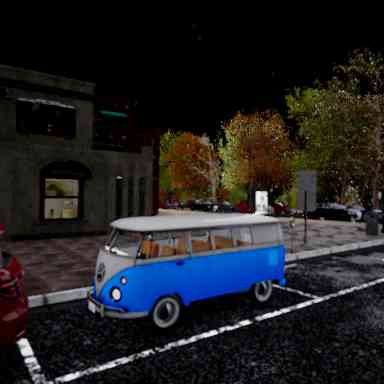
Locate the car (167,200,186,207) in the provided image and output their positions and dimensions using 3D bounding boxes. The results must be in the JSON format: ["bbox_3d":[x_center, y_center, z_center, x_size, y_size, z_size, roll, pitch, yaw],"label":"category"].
[{"bbox_3d":[-3.256,2.327,68.032,1.812,1.442,4.674,1,-1,-34],"label":"car"}]

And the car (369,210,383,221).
[{"bbox_3d":[14.678,1.857,29.844,1.895,1.301,4.718,1,-1,-34],"label":"car"}]

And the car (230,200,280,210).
[{"bbox_3d":[6.692,1.649,35.838,2.097,1.767,4.553,1,-1,-34],"label":"car"}]

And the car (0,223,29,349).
[{"bbox_3d":[-4.416,1.307,3.395,5.009,1.841,2.192,0,1,-35],"label":"car"}]

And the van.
[{"bbox_3d":[0.089,1.358,6.622,3.998,1.788,1.690,0,1,-35],"label":"van"}]

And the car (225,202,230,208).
[{"bbox_3d":[4.138,1.997,45.389,2.033,1.411,5.357,1,-1,-34],"label":"car"}]

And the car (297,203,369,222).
[{"bbox_3d":[11.841,1.693,28.220,2.128,1.511,4.902,1,-1,-34],"label":"car"}]

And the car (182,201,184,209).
[{"bbox_3d":[-1.780,2.107,54.181,2.033,1.411,5.357,1,-1,-34],"label":"car"}]

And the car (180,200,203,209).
[{"bbox_3d":[-0.166,2.165,57.738,1.812,1.442,4.674,1,-1,-34],"label":"car"}]

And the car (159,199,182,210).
[{"bbox_3d":[-3.973,1.846,51.622,2.097,1.767,4.553,1,-1,-34],"label":"car"}]

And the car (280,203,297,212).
[{"bbox_3d":[9.591,1.875,37.346,1.812,1.442,4.674,1,-1,-34],"label":"car"}]

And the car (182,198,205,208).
[{"bbox_3d":[0.266,2.090,62.918,2.097,1.767,4.553,1,-1,-34],"label":"car"}]

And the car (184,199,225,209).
[{"bbox_3d":[1.555,1.883,43.415,2.128,1.511,4.902,1,-1,-34],"label":"car"}]
